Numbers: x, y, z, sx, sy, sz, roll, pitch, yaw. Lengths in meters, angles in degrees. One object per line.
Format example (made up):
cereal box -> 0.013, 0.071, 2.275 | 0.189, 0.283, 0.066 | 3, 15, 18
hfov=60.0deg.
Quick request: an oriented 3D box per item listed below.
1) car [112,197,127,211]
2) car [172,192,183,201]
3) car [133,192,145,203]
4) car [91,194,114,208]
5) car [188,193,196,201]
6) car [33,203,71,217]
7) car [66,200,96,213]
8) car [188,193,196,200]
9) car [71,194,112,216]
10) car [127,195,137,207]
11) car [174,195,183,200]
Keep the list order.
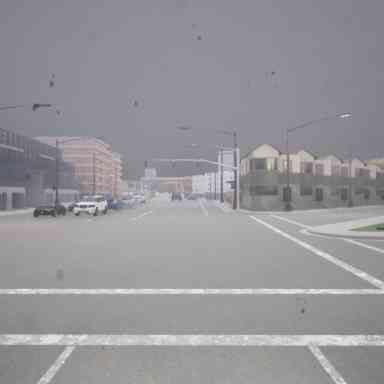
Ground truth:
car -> -10.631, 1.675, 45.052 | 1.882, 1.535, 5.008 | 0, 0, 0
car -> -3.557, 1.050, 77.078 | 2.150, 2.045, 5.566 | 0, 0, 0
car -> -10.581, 1.109, 65.725 | 2.150, 2.045, 5.566 | 0, 1, 0
car -> -14.131, 1.341, 52.724 | 2.150, 2.045, 5.566 | 0, 1, 0
car -> -0.058, 1.419, 77.792 | 1.895, 1.301, 4.718 | 0, -1, 0
car -> -14.125, 1.751, 33.308 | 1.994, 1.385, 4.181 | 0, 0, 0
car -> -14.131, 1.762, 42.543 | 2.033, 1.411, 5.357 | 0, 0, 0
car -> -0.066, 1.138, 87.751 | 2.097, 1.767, 4.553 | 0, -2, 0
car -> -10.625, 1.418, 35.315 | 2.150, 2.045, 5.566 | 0, 0, 1
car -> -10.631, 1.624, 54.136 | 1.812, 1.442, 4.674 | 0, 1, 0
car -> -3.566, 1.477, 87.771 | 2.128, 1.511, 4.902 | 0, -2, 0
